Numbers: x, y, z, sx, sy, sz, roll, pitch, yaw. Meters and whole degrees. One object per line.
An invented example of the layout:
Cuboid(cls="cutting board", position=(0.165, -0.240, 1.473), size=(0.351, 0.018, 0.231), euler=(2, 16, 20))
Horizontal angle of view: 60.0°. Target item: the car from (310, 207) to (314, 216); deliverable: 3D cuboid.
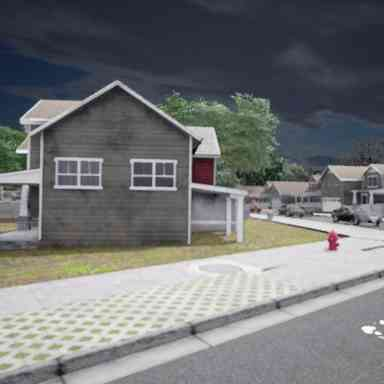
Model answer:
Cuboid(cls="car", position=(14.183, 2.370, 43.615), size=(2.128, 1.511, 4.902), euler=(1, -2, -6))

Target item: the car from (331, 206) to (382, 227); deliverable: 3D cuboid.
Cuboid(cls="car", position=(12.827, 1.851, 26.185), size=(2.128, 1.511, 4.902), euler=(1, -2, -4))

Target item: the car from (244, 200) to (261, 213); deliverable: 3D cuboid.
Cuboid(cls="car", position=(9.792, 2.382, 55.771), size=(2.150, 2.045, 5.566), euler=(1, -2, -8))

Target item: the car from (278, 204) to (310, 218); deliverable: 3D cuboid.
Cuboid(cls="car", position=(11.669, 2.229, 39.418), size=(1.837, 1.490, 4.892), euler=(1, -2, -6))

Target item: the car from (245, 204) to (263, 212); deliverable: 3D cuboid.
Cuboid(cls="car", position=(11.591, 2.919, 62.647), size=(1.812, 1.442, 4.674), euler=(1, -2, -10))
